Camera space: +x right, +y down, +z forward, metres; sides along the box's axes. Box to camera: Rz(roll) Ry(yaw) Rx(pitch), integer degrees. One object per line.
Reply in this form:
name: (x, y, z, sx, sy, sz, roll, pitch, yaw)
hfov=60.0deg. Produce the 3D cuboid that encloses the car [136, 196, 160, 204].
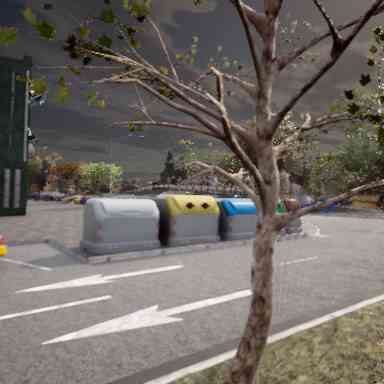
car: (-9.368, 1.736, 71.076, 2.163, 1.488, 4.792, 1, -2, 35)

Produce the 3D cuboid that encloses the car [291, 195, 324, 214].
car: (13.087, 1.451, 38.869, 2.435, 2.045, 5.566, 1, -2, 35)

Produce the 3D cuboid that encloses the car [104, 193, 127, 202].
car: (-19.690, 1.455, 85.972, 2.435, 2.045, 5.566, 1, -2, 35)

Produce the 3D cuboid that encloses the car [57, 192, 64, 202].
car: (-18.643, 1.162, 54.500, 1.946, 1.575, 5.366, 1, -1, 35)

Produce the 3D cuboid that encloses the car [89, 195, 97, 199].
car: (-10.102, 1.167, 42.499, 2.231, 1.521, 4.892, 0, -1, 35)

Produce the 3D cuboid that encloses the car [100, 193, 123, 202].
car: (-21.402, 1.456, 88.509, 2.435, 2.045, 5.566, 1, -2, 35)

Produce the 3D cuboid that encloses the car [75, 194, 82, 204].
car: (-13.473, 1.167, 47.360, 2.097, 1.535, 5.008, 0, -1, 35)

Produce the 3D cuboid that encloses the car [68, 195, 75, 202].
car: (-15.268, 1.161, 49.640, 1.946, 1.575, 5.366, 1, -1, 35)

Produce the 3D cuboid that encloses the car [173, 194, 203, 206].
car: (-0.697, 1.455, 58.723, 2.435, 2.045, 5.566, 1, -2, 35)

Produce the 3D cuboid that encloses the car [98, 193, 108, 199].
car: (-8.316, 1.165, 40.229, 1.946, 1.575, 5.366, 0, -1, 35)

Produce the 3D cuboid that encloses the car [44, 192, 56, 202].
car: (-25.314, 1.044, 64.352, 2.185, 1.767, 4.553, 0, -1, 35)

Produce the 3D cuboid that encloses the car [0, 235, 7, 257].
car: (-7.917, 1.447, 10.471, 5.366, 1.575, 1.946, -1, 0, 35)

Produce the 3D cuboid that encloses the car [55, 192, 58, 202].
car: (-20.223, 1.199, 57.111, 2.163, 1.488, 4.792, 0, -1, 35)

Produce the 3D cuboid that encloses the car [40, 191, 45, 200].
car: (-26.989, 1.171, 66.811, 2.231, 1.521, 4.892, 1, -1, 35)

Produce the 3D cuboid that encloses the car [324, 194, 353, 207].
car: (18.366, 1.010, 43.247, 1.837, 1.490, 4.892, 2, 3, -34)

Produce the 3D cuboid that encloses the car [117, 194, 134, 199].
car: (-5.044, 1.165, 35.211, 2.231, 1.521, 4.892, 0, -1, 35)

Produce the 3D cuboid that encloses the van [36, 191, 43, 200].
van: (-30.424, 0.942, 71.569, 1.878, 1.987, 4.442, 1, 0, 35)

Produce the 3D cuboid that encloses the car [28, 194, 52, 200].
car: (-37.116, 1.197, 81.413, 2.163, 1.488, 4.792, 0, -1, 35)

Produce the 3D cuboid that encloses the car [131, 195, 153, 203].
car: (-11.087, 1.581, 73.564, 2.185, 1.767, 4.553, 1, -2, 35)

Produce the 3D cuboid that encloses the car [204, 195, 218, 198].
car: (2.719, 1.452, 53.709, 2.435, 2.045, 5.566, 1, -2, 35)

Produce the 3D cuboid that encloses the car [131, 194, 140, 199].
car: (-3.353, 1.204, 32.785, 2.002, 1.452, 4.674, 1, 0, 35)

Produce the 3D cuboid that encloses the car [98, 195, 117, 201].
car: (-23.139, 1.736, 90.984, 2.163, 1.488, 4.792, 1, -2, 35)

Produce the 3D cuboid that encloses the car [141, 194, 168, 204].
car: (-7.598, 1.457, 68.651, 2.435, 2.045, 5.566, 1, -2, 35)

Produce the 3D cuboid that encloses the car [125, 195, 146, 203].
car: (-12.822, 1.581, 76.047, 2.185, 1.767, 4.553, 1, -2, 35)

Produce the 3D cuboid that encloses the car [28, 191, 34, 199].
car: (-33.725, 0.918, 76.553, 2.435, 2.045, 5.566, 0, -1, 35)

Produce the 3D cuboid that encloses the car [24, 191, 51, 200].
car: (-38.807, 0.916, 83.791, 2.435, 2.045, 5.566, 1, -1, 35)

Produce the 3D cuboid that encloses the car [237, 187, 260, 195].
car: (9.665, -0.066, 55.942, 1.837, 1.490, 4.892, 2, 3, -34)

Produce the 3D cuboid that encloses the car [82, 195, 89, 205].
car: (-11.804, 1.195, 44.908, 2.163, 1.488, 4.792, 1, -1, 35)

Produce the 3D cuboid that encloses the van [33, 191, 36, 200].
van: (-32.112, 0.941, 74.000, 1.878, 1.987, 4.442, 1, -1, 35)

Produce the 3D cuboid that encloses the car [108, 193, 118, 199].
car: (-6.746, 1.039, 37.622, 2.185, 1.767, 4.553, 0, -1, 35)

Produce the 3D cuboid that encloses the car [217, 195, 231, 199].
car: (6.190, 1.579, 48.791, 2.185, 1.767, 4.553, 1, -2, 35)

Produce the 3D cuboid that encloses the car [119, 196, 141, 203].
car: (-14.513, 1.709, 78.550, 2.231, 1.521, 4.892, 1, -2, 35)

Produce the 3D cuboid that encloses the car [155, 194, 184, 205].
car: (-4.188, 1.454, 63.638, 2.435, 2.045, 5.566, 1, -2, 35)

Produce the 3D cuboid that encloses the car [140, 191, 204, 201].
car: (-1.669, 0.912, 30.331, 2.435, 2.045, 5.566, 1, -1, 35)

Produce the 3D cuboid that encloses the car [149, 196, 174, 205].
car: (-6.003, 1.696, 65.984, 1.946, 1.575, 5.366, 1, -2, 35)

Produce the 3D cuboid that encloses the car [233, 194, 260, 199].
car: (7.923, 1.579, 46.309, 2.185, 1.767, 4.553, 1, -2, 35)

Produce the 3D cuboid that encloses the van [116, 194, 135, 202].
van: (-16.172, 1.487, 81.133, 1.878, 1.987, 4.442, 1, -2, 35)

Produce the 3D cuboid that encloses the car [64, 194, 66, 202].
car: (-16.859, 1.167, 52.228, 2.097, 1.535, 5.008, 1, -1, 35)
